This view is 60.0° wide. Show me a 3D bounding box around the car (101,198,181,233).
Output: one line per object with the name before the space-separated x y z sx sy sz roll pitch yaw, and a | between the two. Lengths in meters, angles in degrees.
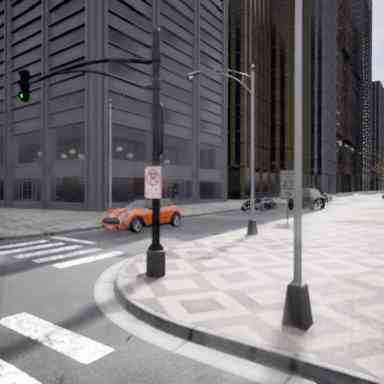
car | -2.641 1.092 17.903 2.097 1.767 4.553 0 1 37

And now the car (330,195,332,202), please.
car | 18.279 0.734 46.798 1.994 1.385 4.181 0 1 36

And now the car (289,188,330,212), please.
car | 10.787 0.665 31.056 2.150 2.045 5.566 0 1 36

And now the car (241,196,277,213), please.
car | 6.035 1.056 29.920 1.994 1.385 4.181 0 1 36
